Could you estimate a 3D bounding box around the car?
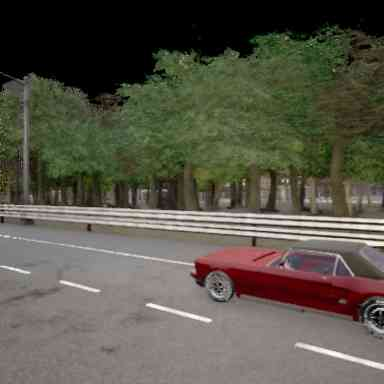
[{"bbox_3d":[2.287,1.601,6.539,4.718,1.301,1.895,0,0,36],"label":"car"}]
